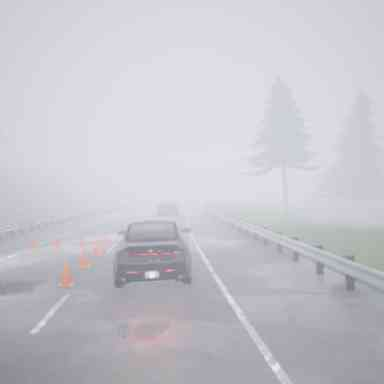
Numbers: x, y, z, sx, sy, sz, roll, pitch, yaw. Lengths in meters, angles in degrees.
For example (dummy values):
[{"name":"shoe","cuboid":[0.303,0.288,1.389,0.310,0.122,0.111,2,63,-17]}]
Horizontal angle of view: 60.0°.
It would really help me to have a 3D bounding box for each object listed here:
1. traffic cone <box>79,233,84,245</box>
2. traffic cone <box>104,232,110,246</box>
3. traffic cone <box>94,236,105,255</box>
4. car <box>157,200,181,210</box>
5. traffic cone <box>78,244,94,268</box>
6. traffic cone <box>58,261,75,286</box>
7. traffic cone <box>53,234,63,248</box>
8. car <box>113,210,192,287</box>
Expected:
[{"name":"traffic cone","cuboid":[-4.712,2.042,14.194,0.340,0.580,0.340,-2,0,-6]},{"name":"traffic cone","cuboid":[-3.717,2.016,14.290,0.340,0.580,0.340,-1,0,-6]},{"name":"traffic cone","cuboid":[-3.525,2.016,12.299,0.340,0.580,0.340,-2,0,-6]},{"name":"car","cuboid":[-2.077,1.472,29.512,2.128,1.511,4.902,-2,0,-1]},{"name":"traffic cone","cuboid":[-3.332,2.016,10.308,0.340,0.580,0.340,-2,0,-6]},{"name":"traffic cone","cuboid":[-3.139,2.016,8.318,0.340,0.580,0.340,-2,0,-6]},{"name":"traffic cone","cuboid":[-5.707,2.069,14.097,0.340,0.580,0.340,-2,0,-6]},{"name":"car","cuboid":[-1.067,1.508,9.483,1.837,1.490,4.892,-2,0,-5]}]
